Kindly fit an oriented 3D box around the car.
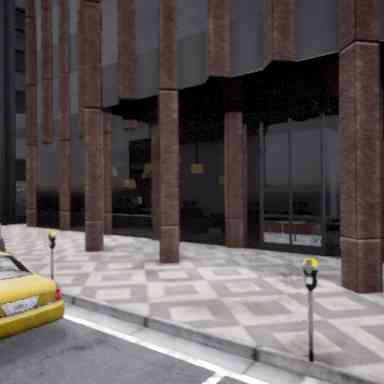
[{"bbox_3d":[-4.288,1.584,6.023,4.829,1.417,1.752,-1,0,36],"label":"car"}]
